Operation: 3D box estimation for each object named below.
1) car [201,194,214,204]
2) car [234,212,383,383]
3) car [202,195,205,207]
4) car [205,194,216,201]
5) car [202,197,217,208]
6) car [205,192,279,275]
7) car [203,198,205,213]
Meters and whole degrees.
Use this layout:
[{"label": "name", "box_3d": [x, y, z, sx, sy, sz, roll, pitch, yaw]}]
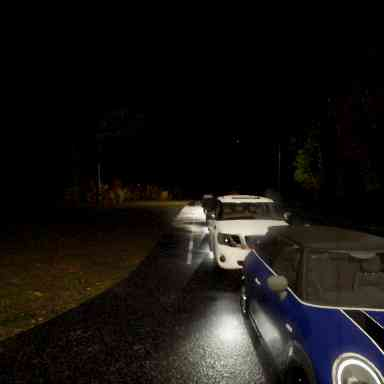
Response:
[{"label": "car", "box_3d": [2.648, 1.191, 57.789, 2.128, 1.511, 4.902, 0, 0, 3]}, {"label": "car", "box_3d": [1.936, 1.338, 4.186, 2.097, 1.767, 4.553, 0, 0, -1]}, {"label": "car", "box_3d": [2.030, 1.309, 31.990, 1.882, 1.535, 5.008, 0, 0, 1]}, {"label": "car", "box_3d": [3.928, 1.178, 71.408, 1.994, 1.385, 4.181, 0, 0, 8]}, {"label": "car", "box_3d": [2.256, 1.368, 44.824, 1.895, 1.301, 4.718, 0, 0, 1]}, {"label": "car", "box_3d": [1.680, 1.160, 10.531, 2.150, 2.045, 5.566, 0, 0, 1]}, {"label": "car", "box_3d": [1.881, 1.380, 23.119, 1.837, 1.490, 4.892, 0, 0, 1]}]
